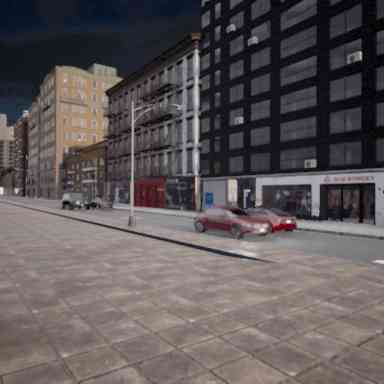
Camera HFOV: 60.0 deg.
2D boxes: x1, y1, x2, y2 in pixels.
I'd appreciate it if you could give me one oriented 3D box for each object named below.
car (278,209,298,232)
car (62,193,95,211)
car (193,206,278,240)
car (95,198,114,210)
[{"bbox_3d":[3.971,1.539,19.287,1.994,1.385,4.181,0,0,-35],"label":"car"},{"bbox_3d":[-13.754,1.133,39.225,2.150,2.045,5.566,0,0,-35],"label":"car"},{"bbox_3d":[1.874,1.487,17.167,1.812,1.442,4.674,0,0,-36],"label":"car"},{"bbox_3d":[-11.188,1.416,40.632,2.128,1.511,4.902,0,0,-35],"label":"car"}]
